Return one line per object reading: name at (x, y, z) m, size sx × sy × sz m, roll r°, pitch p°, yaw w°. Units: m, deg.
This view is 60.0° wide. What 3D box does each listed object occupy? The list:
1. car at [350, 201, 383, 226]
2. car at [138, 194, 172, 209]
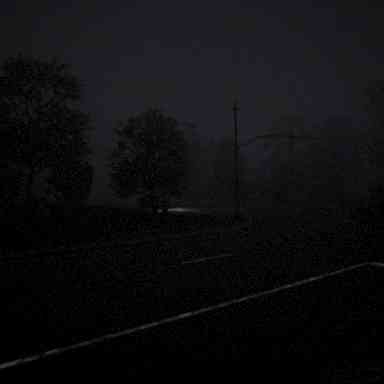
car at (10.783, 1.067, 16.637) m, size 2.033 × 1.411 × 5.357 m, roll -2°, pitch 1°, yaw -33°
car at (-4.134, 1.014, 37.035) m, size 1.882 × 1.535 × 5.008 m, roll -2°, pitch 2°, yaw -38°
